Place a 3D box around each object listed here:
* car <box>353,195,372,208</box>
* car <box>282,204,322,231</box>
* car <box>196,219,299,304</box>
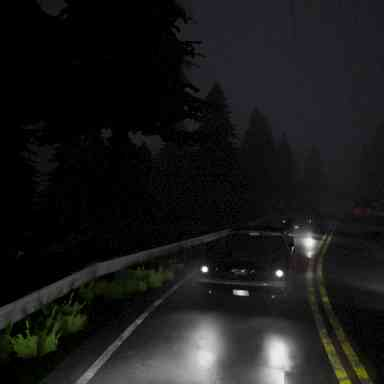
[{"bbox_3d":[20.692,1.058,40.221,2.128,1.511,4.902,-2,0,28],"label":"car"},{"bbox_3d":[6.705,1.460,20.064,2.033,1.411,5.357,-2,0,26],"label":"car"},{"bbox_3d":[1.605,1.599,8.431,1.895,1.301,4.718,-1,0,18],"label":"car"}]
